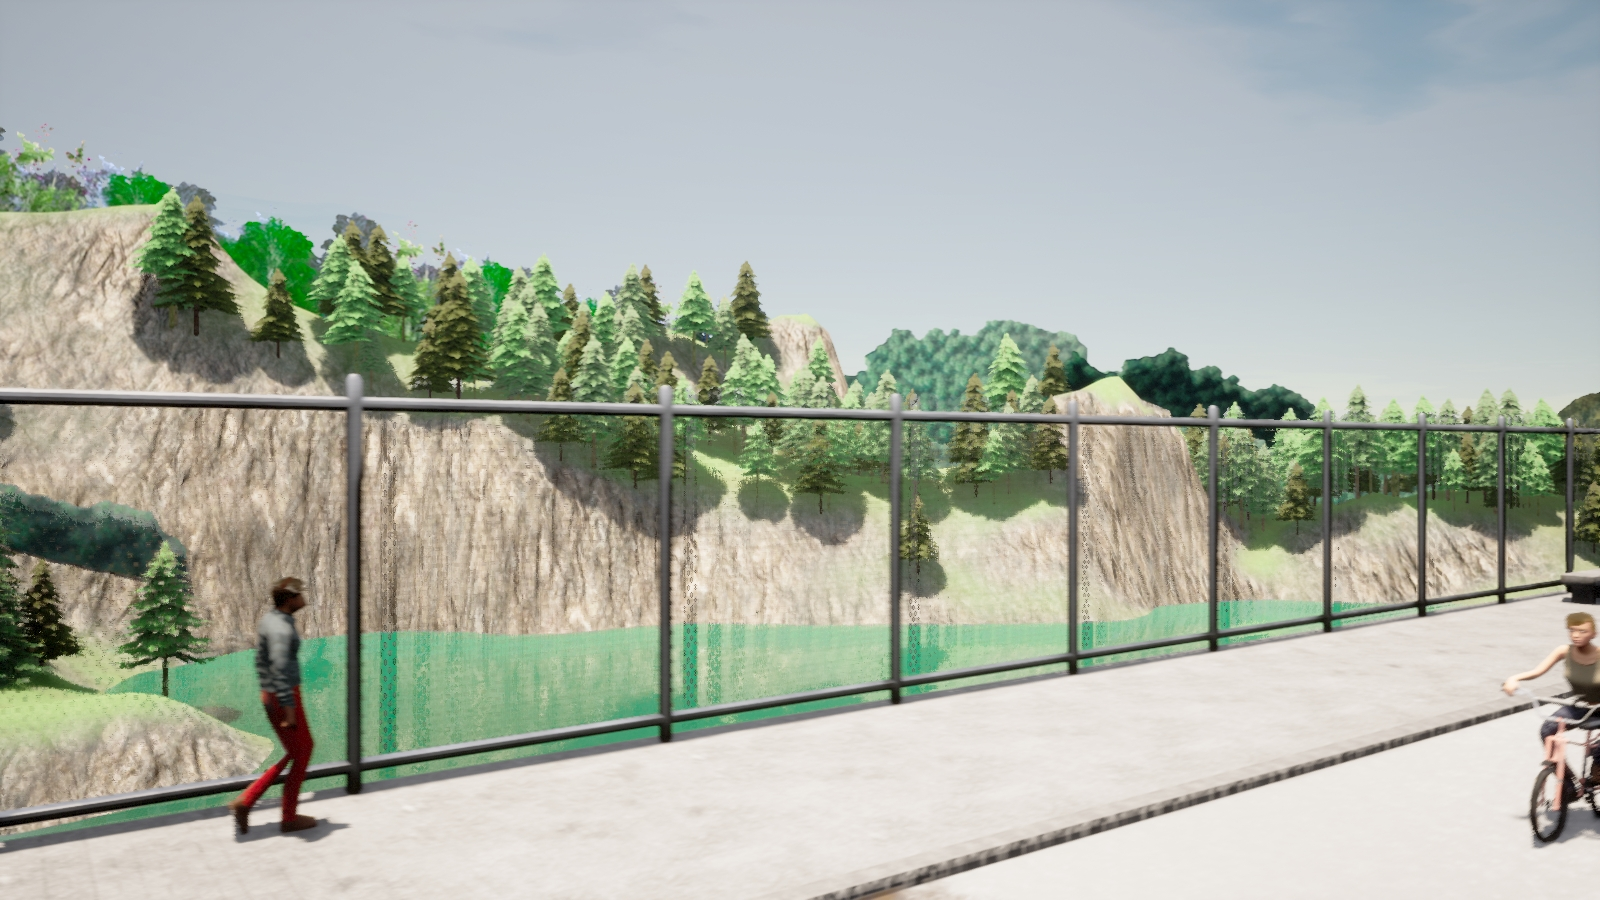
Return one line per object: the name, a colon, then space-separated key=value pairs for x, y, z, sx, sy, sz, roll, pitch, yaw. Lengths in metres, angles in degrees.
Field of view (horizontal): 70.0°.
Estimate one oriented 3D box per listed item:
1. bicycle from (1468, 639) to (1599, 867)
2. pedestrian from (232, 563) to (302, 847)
bicycle: x=5.733 y=2.158 z=8.423 sx=1.487 sy=1.276 sz=0.859 roll=0 pitch=0 yaw=-35
pedestrian: x=-3.710 y=1.743 z=7.947 sx=0.375 sy=1.860 sz=0.375 roll=0 pitch=0 yaw=-36
